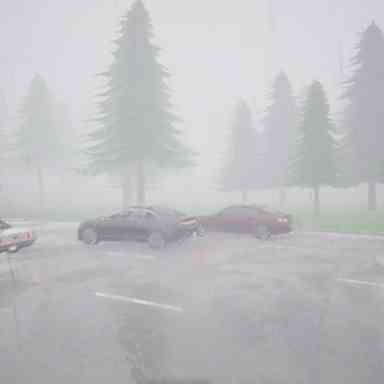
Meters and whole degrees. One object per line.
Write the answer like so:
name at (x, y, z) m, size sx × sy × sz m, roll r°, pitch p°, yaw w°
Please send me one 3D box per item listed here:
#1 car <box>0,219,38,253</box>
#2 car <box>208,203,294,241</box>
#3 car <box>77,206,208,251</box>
car at (-7.716, 1.480, 11.078) m, size 4.718 × 1.301 × 1.895 m, roll 0°, pitch 1°, yaw 17°
car at (2.103, 1.238, 14.758) m, size 4.674 × 1.442 × 1.812 m, roll 0°, pitch 1°, yaw 28°
car at (-2.145, 1.282, 12.765) m, size 4.902 × 1.511 × 2.128 m, roll 0°, pitch 1°, yaw 23°
